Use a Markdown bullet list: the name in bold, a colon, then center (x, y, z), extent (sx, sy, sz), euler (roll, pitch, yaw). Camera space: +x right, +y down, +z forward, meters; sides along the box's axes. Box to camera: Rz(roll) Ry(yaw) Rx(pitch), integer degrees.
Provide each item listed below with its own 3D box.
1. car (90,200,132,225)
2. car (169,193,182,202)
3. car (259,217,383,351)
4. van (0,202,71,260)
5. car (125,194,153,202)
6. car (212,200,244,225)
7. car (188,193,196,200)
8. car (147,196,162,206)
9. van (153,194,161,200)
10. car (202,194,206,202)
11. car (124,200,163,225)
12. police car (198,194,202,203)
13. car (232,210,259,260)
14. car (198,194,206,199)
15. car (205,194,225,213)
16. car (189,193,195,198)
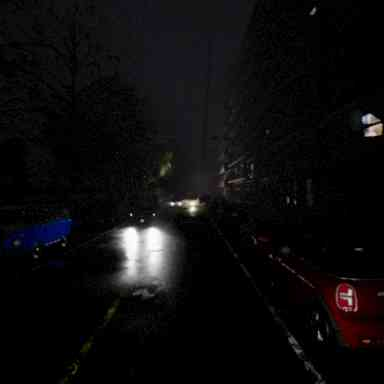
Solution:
- **car**: center (-5.693, 1.452, 23.049), extent (1.947, 1.339, 4.313), euler (0, 0, 0)
- **car**: center (-3.018, 1.313, 65.032), extent (1.895, 1.301, 4.718), euler (0, 0, 0)
- **car**: center (2.690, 1.409, 6.158), extent (1.967, 1.590, 4.097), euler (0, 0, 0)
- **van**: center (-5.691, 1.282, 11.787), extent (1.690, 1.788, 3.998), euler (0, 0, 0)
- **car**: center (-5.693, 1.150, 34.307), extent (2.192, 1.841, 5.009), euler (0, 0, 0)
- **car**: center (2.688, 1.452, 23.050), extent (1.947, 1.339, 4.313), euler (0, 0, 0)
- **car**: center (-0.007, 1.026, 77.786), extent (1.882, 1.535, 5.008), euler (0, 0, 0)
- **car**: center (-5.696, 1.348, 51.199), extent (1.802, 1.307, 4.206), euler (0, 0, 0)
- **van**: center (-5.695, 1.129, 45.567), extent (1.690, 1.788, 3.998), euler (0, 0, 0)
- **car**: center (2.686, 1.313, 45.740), extent (1.752, 1.417, 4.829), euler (0, 0, 0)
- **car**: center (-3.103, 1.487, 23.028), extent (1.895, 1.301, 4.718), euler (0, 0, 0)
- **police car**: center (2.361, 1.160, 59.331), extent (1.930, 1.638, 5.238), euler (0, 0, 0)
- **car**: center (2.689, 1.523, 11.789), extent (1.802, 1.307, 4.206), euler (0, 0, 0)
- **car**: center (2.681, 1.174, 90.613), extent (1.887, 1.381, 4.507), euler (0, 0, 0)
- **car**: center (2.687, 1.275, 34.309), extent (1.967, 1.590, 4.097), euler (0, 0, 0)
- **car**: center (-0.009, 0.939, 95.532), extent (1.882, 1.535, 5.008), euler (0, 0, 0)
